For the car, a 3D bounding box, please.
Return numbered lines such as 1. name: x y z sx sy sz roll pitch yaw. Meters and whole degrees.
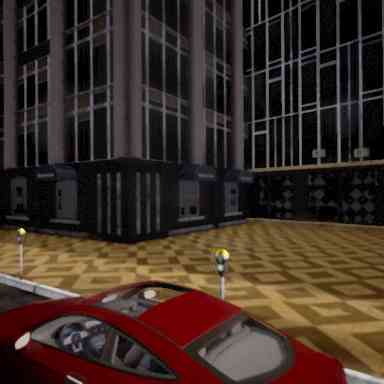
1. car: -0.647 1.604 3.335 4.206 1.307 1.802 -1 0 36
